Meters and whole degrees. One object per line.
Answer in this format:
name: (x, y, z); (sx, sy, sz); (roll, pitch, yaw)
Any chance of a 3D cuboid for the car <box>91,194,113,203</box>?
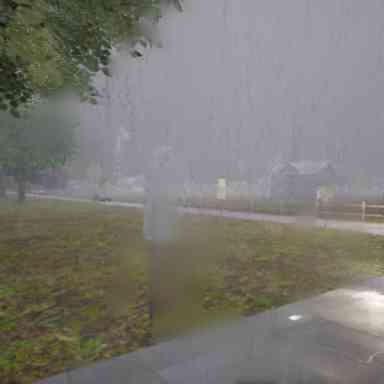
car: (-14.702, 0.965, 53.987); (2.033, 1.411, 5.357); (2, -1, -36)
